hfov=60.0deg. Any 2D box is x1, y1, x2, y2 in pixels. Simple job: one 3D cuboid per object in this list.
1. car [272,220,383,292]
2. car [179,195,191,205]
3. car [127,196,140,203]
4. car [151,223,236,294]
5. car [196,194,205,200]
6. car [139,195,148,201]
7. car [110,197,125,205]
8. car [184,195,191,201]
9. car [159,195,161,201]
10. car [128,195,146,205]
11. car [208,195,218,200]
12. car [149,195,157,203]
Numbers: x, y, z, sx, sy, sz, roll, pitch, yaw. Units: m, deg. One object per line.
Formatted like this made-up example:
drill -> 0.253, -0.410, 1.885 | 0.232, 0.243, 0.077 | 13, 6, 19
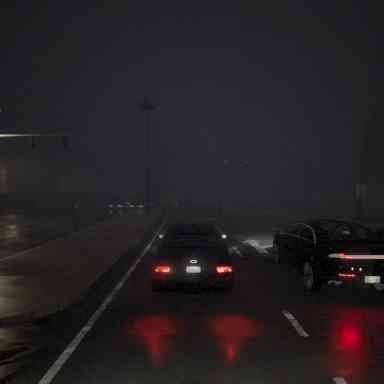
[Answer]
car -> 3.518, 1.491, 8.901 | 2.128, 1.511, 4.902 | 0, 0, 0
car -> -1.213, 1.563, 58.437 | 1.994, 1.385, 4.181 | 0, 0, 0
car -> -12.696, 1.595, 72.217 | 1.895, 1.301, 4.718 | 0, 0, 0
car -> 0.019, 1.547, 8.953 | 2.033, 1.411, 5.357 | 0, 0, 0
car -> 2.326, 1.496, 89.406 | 1.837, 1.490, 4.892 | 0, 0, 0
car -> -12.677, 1.520, 87.350 | 1.812, 1.442, 4.674 | 0, 0, 0
car -> -12.791, 1.526, 57.250 | 1.812, 1.442, 4.674 | 0, 0, 0
car -> -1.174, 1.534, 89.329 | 2.033, 1.411, 5.357 | 0, 0, 0
car -> -9.178, 1.475, 86.565 | 1.882, 1.535, 5.008 | 0, 0, 0
car -> -9.292, 1.505, 56.851 | 1.837, 1.490, 4.892 | 0, 0, 0
car -> 5.826, 1.472, 89.336 | 1.882, 1.535, 5.008 | 0, 0, 0
car -> -9.196, 1.355, 72.029 | 2.097, 1.767, 4.553 | 0, 0, 0
